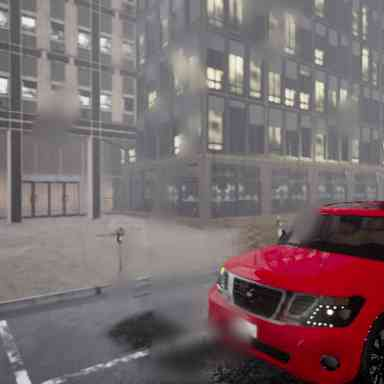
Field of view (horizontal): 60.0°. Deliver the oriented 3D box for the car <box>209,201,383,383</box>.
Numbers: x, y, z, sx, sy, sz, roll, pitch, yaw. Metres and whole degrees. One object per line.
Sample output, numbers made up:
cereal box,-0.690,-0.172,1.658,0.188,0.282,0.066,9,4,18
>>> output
car,2.894,1.204,5.426,5.566,2.045,2.150,0,0,-35
